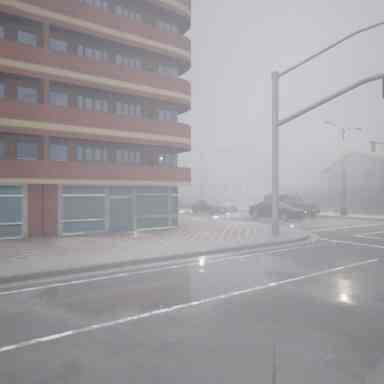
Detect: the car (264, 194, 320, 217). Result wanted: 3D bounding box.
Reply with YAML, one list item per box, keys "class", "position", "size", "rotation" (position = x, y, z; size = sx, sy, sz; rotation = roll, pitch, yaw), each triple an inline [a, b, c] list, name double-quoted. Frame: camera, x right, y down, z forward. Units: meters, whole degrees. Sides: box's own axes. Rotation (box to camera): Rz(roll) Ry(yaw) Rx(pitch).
- class: "car"
  position: [8.795, 1.221, 30.302]
  size: [2.150, 2.045, 5.566]
  rotation: [0, 0, -34]

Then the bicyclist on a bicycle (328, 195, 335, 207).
- class: "bicyclist on a bicycle"
  position: [19.295, 1.301, 45.856]
  size: [1.656, 1.620, 0.582]
  rotation: [0, 0, -35]

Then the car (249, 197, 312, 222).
- class: "car"
  position: [6.808, 1.478, 26.973]
  size: [1.882, 1.535, 5.008]
  rotation: [0, 0, -34]

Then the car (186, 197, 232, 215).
- class: "car"
  position: [1.685, 1.526, 34.449]
  size: [1.812, 1.442, 4.674]
  rotation: [0, 0, -35]

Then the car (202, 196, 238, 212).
- class: "car"
  position: [3.256, 1.526, 38.348]
  size: [1.812, 1.442, 4.674]
  rotation: [0, 0, -35]

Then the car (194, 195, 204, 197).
- class: "car"
  position: [0.728, 1.352, 62.452]
  size: [2.097, 1.767, 4.553]
  rotation: [0, 0, -35]

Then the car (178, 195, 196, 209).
- class: "car"
  position: [-1.989, 1.505, 45.952]
  size: [1.837, 1.490, 4.892]
  rotation: [0, 0, -34]

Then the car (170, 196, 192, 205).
- class: "car"
  position: [-2.124, 1.526, 60.506]
  size: [1.812, 1.442, 4.674]
  rotation: [0, 0, -34]
